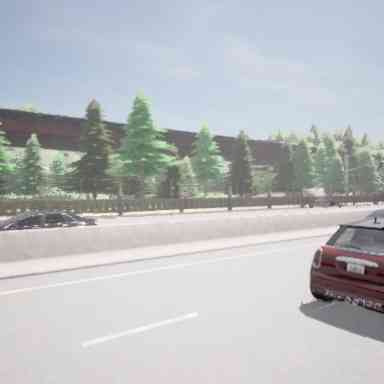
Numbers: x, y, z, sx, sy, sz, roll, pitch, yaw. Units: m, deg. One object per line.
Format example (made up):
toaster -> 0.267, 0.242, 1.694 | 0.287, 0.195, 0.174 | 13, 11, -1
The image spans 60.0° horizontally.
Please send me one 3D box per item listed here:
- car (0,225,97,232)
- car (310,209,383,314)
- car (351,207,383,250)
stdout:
car -> -6.026, 1.487, 12.592 | 4.892, 1.490, 1.837 | 0, 0, -35
car -> 4.559, 1.333, 6.991 | 4.553, 1.767, 2.097 | 0, 0, -36
car -> 9.160, 1.467, 14.568 | 4.892, 1.490, 1.837 | -1, 0, -35
